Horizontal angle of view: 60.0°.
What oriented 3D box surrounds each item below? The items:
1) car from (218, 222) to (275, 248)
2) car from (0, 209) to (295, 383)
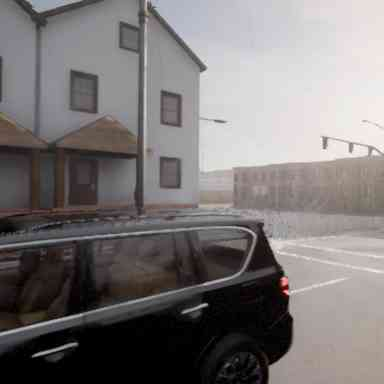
[{"bbox_3d":[4.514,3.681,28.110,1.812,1.442,4.674,0,-13,-36],"label":"car"},{"bbox_3d":[-1.411,1.226,3.049,5.566,2.045,2.150,1,0,-36],"label":"car"}]
